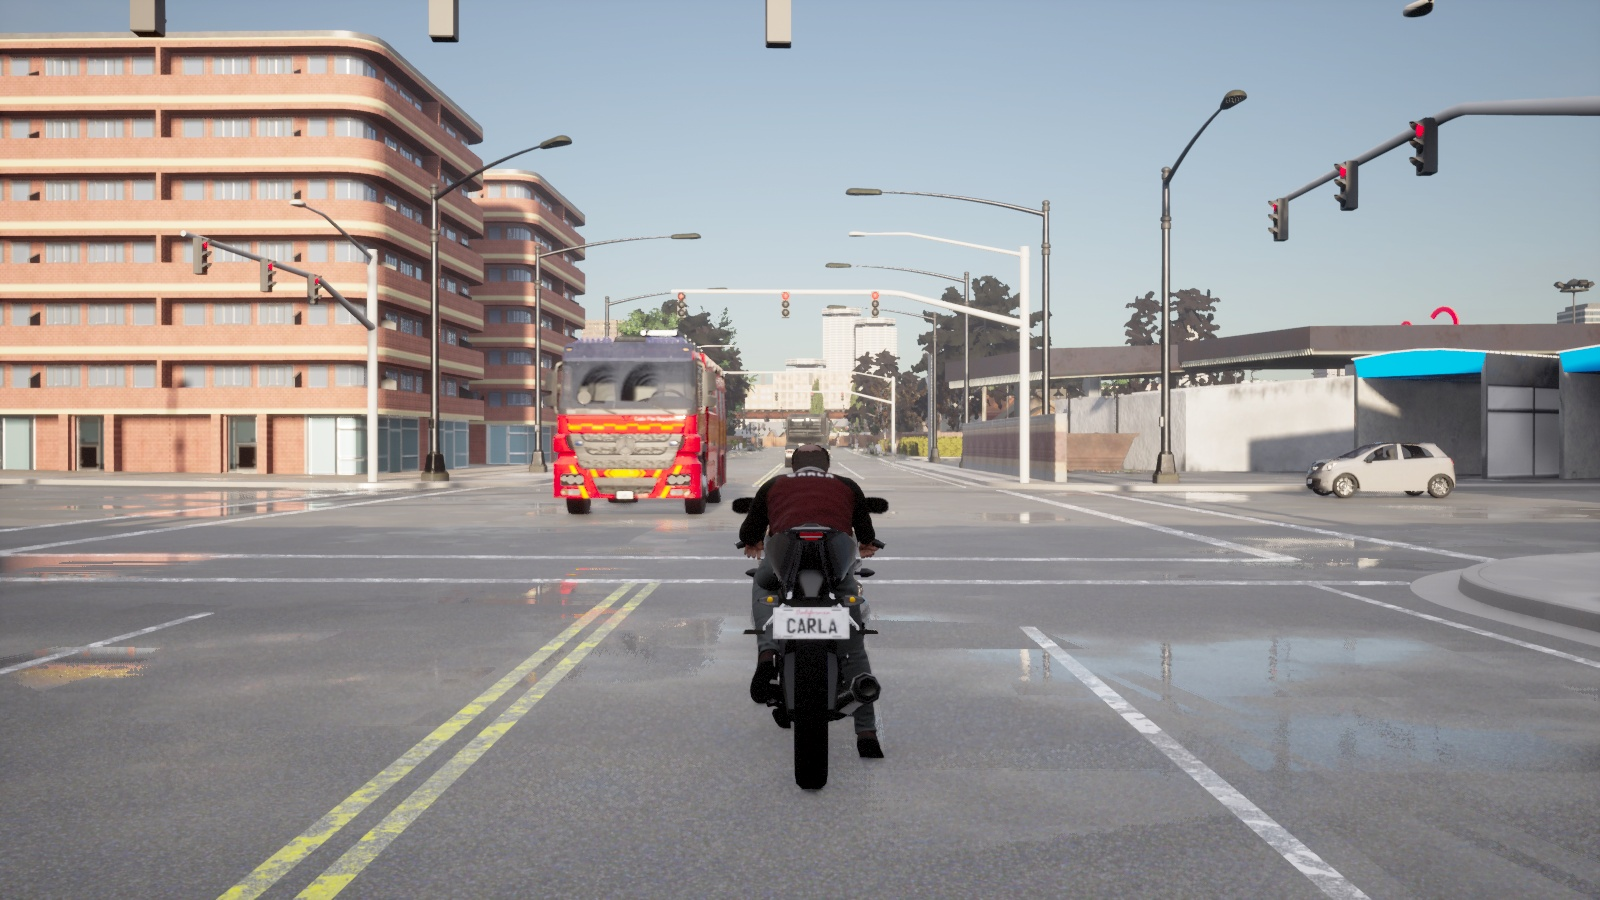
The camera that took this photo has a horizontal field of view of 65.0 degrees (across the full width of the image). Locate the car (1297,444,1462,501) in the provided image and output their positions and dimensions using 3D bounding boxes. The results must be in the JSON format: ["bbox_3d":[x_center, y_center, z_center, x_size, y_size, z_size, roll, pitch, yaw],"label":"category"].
[{"bbox_3d":[15.650,0.581,34.043,3.633,1.501,1.845,0,0,1],"label":"car"}]

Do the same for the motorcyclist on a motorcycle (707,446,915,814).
[{"bbox_3d":[0.052,0.746,6.329,0.866,1.530,2.191,0,0,0],"label":"motorcyclist on a motorcycle"}]

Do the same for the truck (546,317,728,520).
[{"bbox_3d":[-3.322,-0.612,27.912,2.891,3.827,8.468,0,0,0],"label":"truck"}]

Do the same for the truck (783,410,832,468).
[{"bbox_3d":[0.466,-0.678,78.471,2.891,3.462,7.936,0,0,0],"label":"truck"}]
